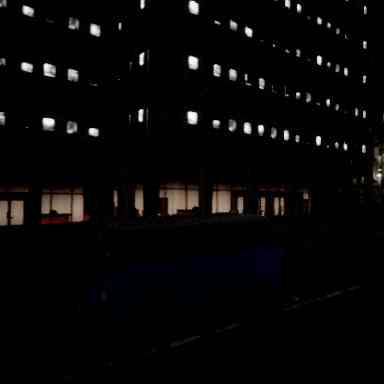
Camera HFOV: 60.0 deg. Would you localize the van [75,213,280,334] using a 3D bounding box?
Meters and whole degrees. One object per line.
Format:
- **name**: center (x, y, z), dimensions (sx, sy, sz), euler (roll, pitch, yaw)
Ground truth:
- **van**: center (-0.070, 1.344, 6.490), dimensions (3.998, 1.788, 1.690), euler (0, 1, -35)
